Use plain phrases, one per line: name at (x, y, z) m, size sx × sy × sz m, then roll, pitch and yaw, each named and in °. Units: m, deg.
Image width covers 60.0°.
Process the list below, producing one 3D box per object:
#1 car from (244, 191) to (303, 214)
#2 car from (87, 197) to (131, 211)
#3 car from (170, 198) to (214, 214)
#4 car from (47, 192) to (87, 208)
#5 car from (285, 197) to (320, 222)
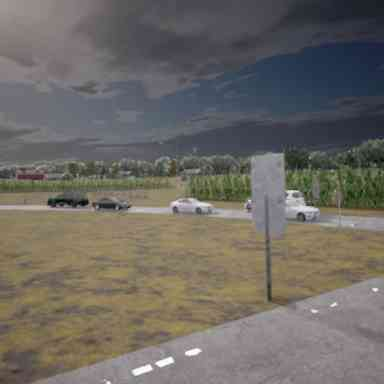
car at (7.332, 0.912, 29.841) m, size 2.150 × 2.045 × 5.566 m, roll -3°, pitch 2°, yaw -45°
car at (-9.235, 1.349, 38.253) m, size 4.892 × 1.490 × 1.837 m, roll 0°, pitch 2°, yaw 26°
car at (-0.087, 1.333, 32.422) m, size 4.674 × 1.442 × 1.812 m, roll 0°, pitch 2°, yaw 38°
car at (-16.541, 1.000, 44.355) m, size 5.566 × 2.045 × 2.150 m, roll 0°, pitch 2°, yaw 18°
car at (7.327, 1.352, 25.273) m, size 1.812 × 1.442 × 4.674 m, roll -3°, pitch 2°, yaw -42°
